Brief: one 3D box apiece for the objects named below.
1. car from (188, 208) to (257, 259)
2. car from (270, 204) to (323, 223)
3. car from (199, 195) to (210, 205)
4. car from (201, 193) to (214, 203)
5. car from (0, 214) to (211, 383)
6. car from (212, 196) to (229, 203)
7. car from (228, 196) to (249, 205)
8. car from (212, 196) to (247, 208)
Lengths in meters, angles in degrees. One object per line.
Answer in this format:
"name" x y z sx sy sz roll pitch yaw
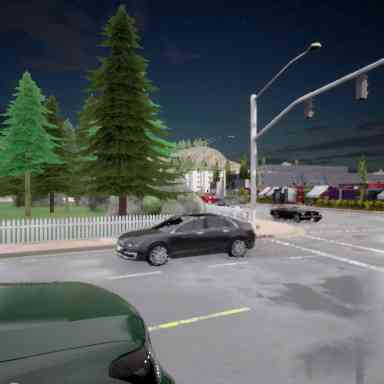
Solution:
"car" -0.079 1.504 11.368 4.892 1.490 1.837 0 0 -27
"car" 8.078 1.656 26.097 1.895 1.301 4.718 0 0 -16
"car" 0.793 1.561 51.142 1.837 1.490 4.892 0 0 -16
"car" 2.899 1.277 69.600 2.150 2.045 5.566 0 0 -17
"car" -2.767 1.221 1.662 5.566 2.045 2.150 0 0 -36
"car" 6.045 1.559 71.150 1.837 1.490 4.892 0 0 -16
"car" 8.667 1.547 62.286 2.128 1.511 4.902 0 0 -16
"car" 4.459 1.548 38.554 2.128 1.511 4.902 0 0 -16
